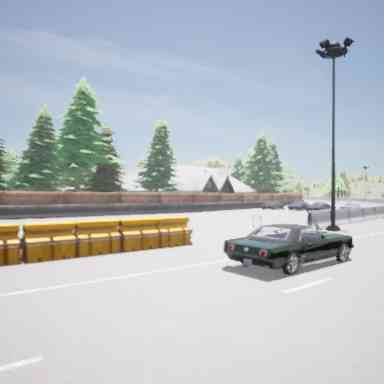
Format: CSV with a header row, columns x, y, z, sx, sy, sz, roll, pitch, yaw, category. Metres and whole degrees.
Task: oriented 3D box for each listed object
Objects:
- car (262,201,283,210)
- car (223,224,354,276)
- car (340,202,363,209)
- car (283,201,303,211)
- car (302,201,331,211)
x,y,z,sx,sy,sz,roll,pitch,yaw,category
11.977,1.978,49.175,1.994,1.385,4.181,0,-1,39,car
3.312,1.695,10.779,4.718,1.301,1.895,1,0,-39,car
20.817,2.024,43.398,1.895,1.301,4.718,0,-1,39,car
15.645,1.975,48.094,2.033,1.411,5.357,0,-1,39,car
16.984,1.954,44.198,2.033,1.411,5.357,0,0,40,car
